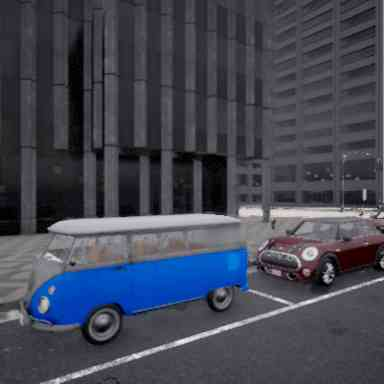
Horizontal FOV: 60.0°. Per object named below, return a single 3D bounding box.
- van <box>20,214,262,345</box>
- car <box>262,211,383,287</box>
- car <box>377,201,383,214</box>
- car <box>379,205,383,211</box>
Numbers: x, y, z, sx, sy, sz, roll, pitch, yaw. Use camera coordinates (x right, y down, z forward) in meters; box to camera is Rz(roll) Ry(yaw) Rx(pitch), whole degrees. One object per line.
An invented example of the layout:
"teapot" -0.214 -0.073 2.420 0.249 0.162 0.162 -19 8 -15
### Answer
"van" -0.783 1.341 6.089 3.998 1.788 1.690 0 0 -36
"car" 3.684 1.441 9.276 4.097 1.590 1.967 0 0 -36
"car" 24.450 1.888 38.766 1.812 1.442 4.674 0 0 -35
"car" 8.151 1.316 12.464 5.009 1.841 2.192 0 0 -36
